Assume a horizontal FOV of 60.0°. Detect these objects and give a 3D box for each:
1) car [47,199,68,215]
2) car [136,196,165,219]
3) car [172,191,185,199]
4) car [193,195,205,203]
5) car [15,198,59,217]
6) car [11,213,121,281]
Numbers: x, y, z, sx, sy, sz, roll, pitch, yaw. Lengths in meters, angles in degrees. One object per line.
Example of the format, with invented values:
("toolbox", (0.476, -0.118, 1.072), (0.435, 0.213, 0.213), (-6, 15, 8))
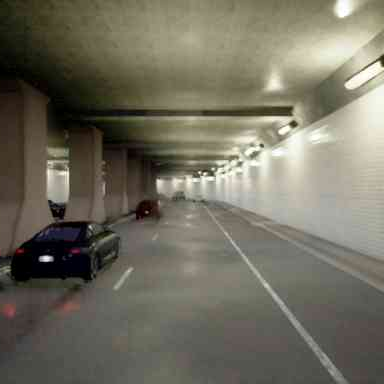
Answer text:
("car", (-10.590, 1.481, 26.561), (1.895, 1.301, 4.718), (0, 0, 0))
("car", (-3.392, 1.354, 27.411), (1.882, 1.535, 5.008), (0, 0, 0))
("car", (-3.263, 0.707, 81.012), (2.150, 2.045, 5.566), (0, 0, -16))
("car", (1.137, 1.254, 60.598), (1.812, 1.442, 4.674), (0, 0, -3))
("car", (-14.084, 1.368, 30.580), (1.837, 1.490, 4.892), (0, 0, 0))
("car", (-3.398, 1.520, 9.759), (1.994, 1.385, 4.181), (0, 0, 0))
